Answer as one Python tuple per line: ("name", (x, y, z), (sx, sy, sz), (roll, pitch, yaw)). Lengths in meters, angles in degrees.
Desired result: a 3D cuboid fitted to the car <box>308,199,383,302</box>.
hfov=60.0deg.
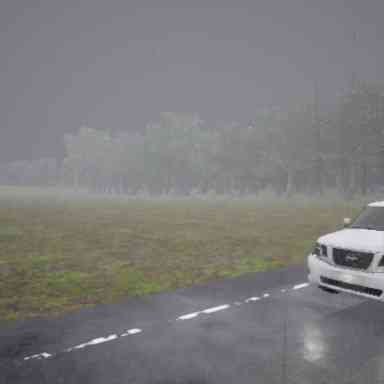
("car", (5.049, 1.184, 7.592), (5.566, 2.045, 2.150), (0, 0, -35))
